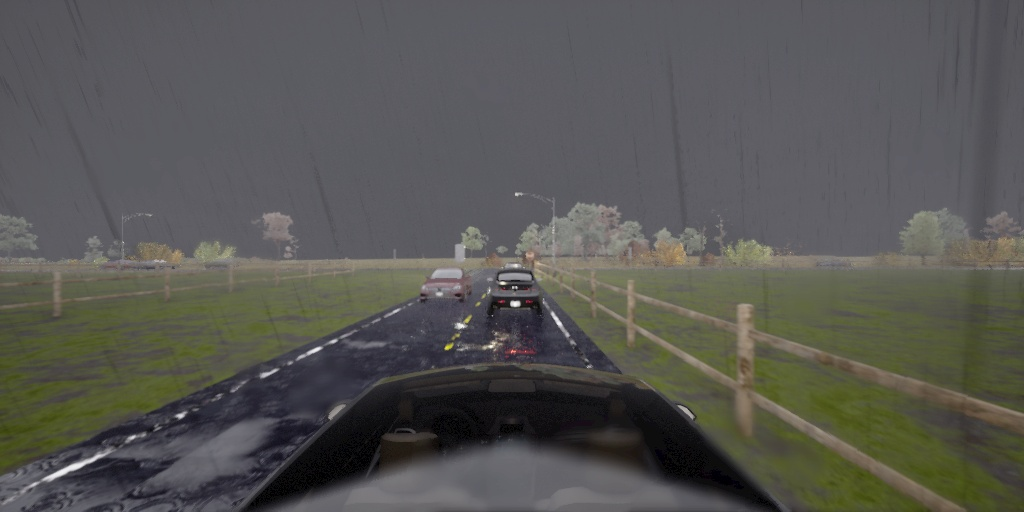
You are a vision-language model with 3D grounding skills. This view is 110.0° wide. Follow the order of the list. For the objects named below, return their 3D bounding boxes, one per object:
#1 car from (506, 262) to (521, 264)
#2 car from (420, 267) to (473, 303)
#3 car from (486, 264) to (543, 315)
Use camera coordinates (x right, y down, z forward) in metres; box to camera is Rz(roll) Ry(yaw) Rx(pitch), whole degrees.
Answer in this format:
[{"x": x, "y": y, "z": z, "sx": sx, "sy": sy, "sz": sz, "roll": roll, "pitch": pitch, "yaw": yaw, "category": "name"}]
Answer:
[{"x": 0.103, "y": 1.213, "z": 29.755, "sx": 2.033, "sy": 1.411, "sz": 5.357, "roll": 0, "pitch": 0, "yaw": 0, "category": "car"}, {"x": -2.847, "y": 1.232, "z": 16.407, "sx": 1.812, "sy": 1.442, "sz": 4.674, "roll": 0, "pitch": 0, "yaw": 0, "category": "car"}, {"x": 0.103, "y": 1.220, "z": 13.475, "sx": 1.837, "sy": 1.490, "sz": 4.892, "roll": 0, "pitch": 0, "yaw": 0, "category": "car"}]
